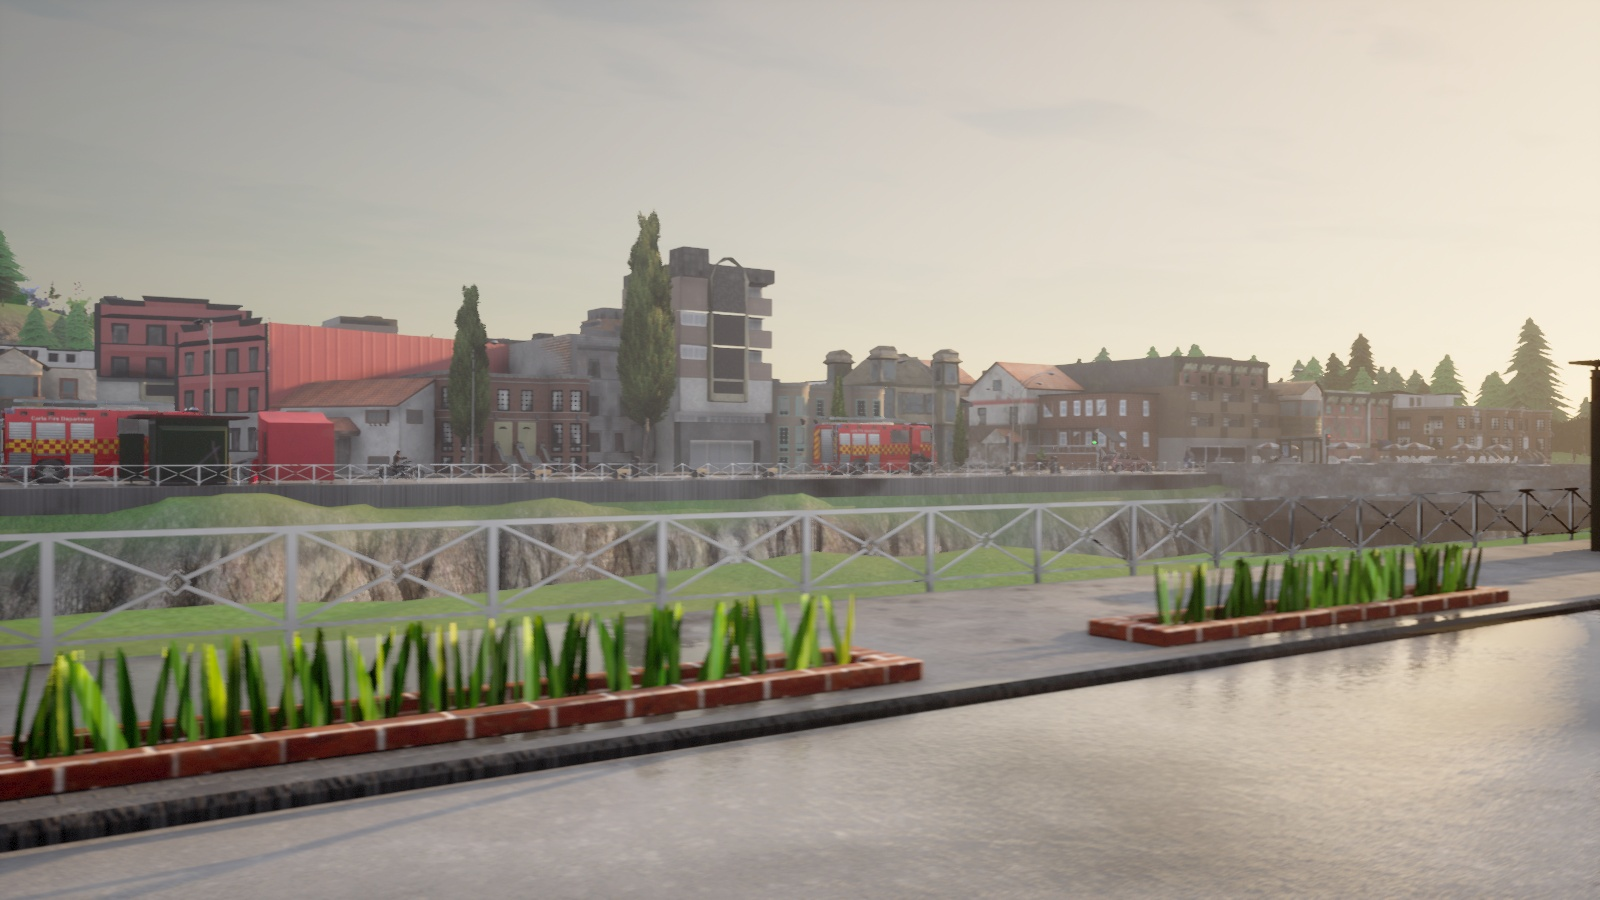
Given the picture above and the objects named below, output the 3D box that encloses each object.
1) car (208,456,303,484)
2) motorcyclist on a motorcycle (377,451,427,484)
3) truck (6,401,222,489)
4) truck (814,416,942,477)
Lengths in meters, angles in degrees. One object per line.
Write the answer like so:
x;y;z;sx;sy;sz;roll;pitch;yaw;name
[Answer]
-28.065;1.027;64.787;4.181;1.385;1.994;0;0;-35;car
-20.612;0.898;65.103;2.350;1.649;0.766;0;0;-35;motorcyclist on a motorcycle
-31.369;-0.212;57.616;8.468;3.827;2.891;0;0;-35;truck
5.231;-0.227;83.107;8.468;3.827;2.891;0;0;-35;truck
